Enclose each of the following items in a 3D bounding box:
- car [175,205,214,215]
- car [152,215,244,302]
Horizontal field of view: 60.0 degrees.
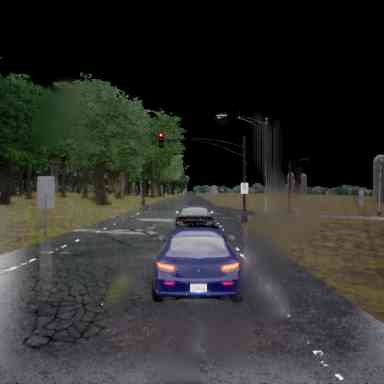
[{"bbox_3d":[0.134,1.432,17.411,1.882,1.535,5.008,0,0,0],"label":"car"},{"bbox_3d":[0.120,1.516,8.132,1.812,1.442,4.674,0,0,0],"label":"car"}]
